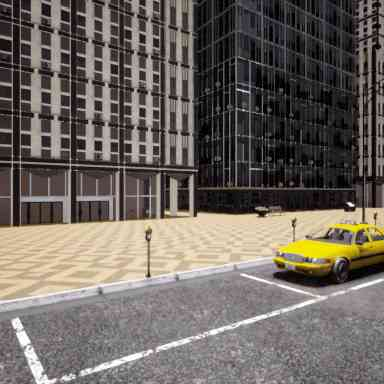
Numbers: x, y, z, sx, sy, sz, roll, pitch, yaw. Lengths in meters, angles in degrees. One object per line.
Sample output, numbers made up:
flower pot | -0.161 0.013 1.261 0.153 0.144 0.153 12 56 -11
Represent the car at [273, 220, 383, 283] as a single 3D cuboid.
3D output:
car | 4.407 1.526 9.653 4.829 1.417 1.752 0 0 -35
